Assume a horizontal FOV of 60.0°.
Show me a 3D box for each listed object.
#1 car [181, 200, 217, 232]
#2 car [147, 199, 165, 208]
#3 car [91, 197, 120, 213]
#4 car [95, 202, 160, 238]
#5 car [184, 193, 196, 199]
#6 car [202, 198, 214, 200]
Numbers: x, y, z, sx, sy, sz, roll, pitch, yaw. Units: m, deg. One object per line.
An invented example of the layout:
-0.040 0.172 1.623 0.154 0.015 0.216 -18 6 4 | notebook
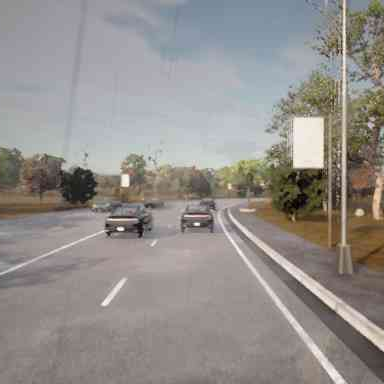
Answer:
0.343 1.491 20.025 2.128 1.511 4.902 0 0 2 | car
-4.982 1.595 43.670 1.895 1.301 4.718 0 0 8 | car
-9.326 1.344 36.435 2.097 1.767 4.553 0 0 6 | car
-3.221 1.490 17.724 2.128 1.511 4.902 0 0 1 | car
-0.346 1.102 76.510 1.837 1.490 4.892 0 0 20 | car
2.068 1.506 42.043 1.837 1.490 4.892 0 0 7 | car
